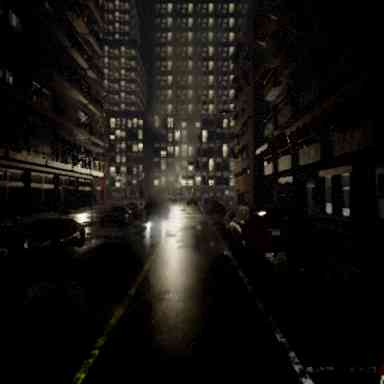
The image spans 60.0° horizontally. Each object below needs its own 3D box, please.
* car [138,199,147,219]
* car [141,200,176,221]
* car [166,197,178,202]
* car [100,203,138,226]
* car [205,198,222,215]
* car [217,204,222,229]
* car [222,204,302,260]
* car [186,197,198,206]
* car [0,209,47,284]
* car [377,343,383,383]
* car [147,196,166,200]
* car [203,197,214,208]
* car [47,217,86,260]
[{"bbox_3d":[-5.300,1.630,29.339,1.752,1.417,4.829,0,0,0],"label":"car"},{"bbox_3d":[-2.775,1.649,28.648,2.033,1.411,5.357,0,0,1],"label":"car"},{"bbox_3d":[-5.105,1.651,67.486,4.902,1.511,2.128,0,0,29],"label":"car"},{"bbox_3d":[-5.302,1.666,23.868,1.802,1.307,4.206,0,0,0],"label":"car"},{"bbox_3d":[2.583,1.652,35.316,1.752,1.417,4.829,0,0,0],"label":"car"},{"bbox_3d":[2.576,1.589,18.395,1.752,1.417,4.829,0,0,0],"label":"car"},{"bbox_3d":[2.575,1.358,12.586,2.192,1.841,5.009,0,0,0],"label":"car"},{"bbox_3d":[0.002,1.720,58.637,1.837,1.490,4.892,0,0,-4],"label":"car"},{"bbox_3d":[-5.308,1.340,6.948,2.192,1.841,5.009,0,0,0],"label":"car"},{"bbox_3d":[2.569,1.549,1.304,1.887,1.381,4.507,0,0,0],"label":"car"},{"bbox_3d":[-5.292,1.486,46.431,2.192,1.841,5.009,0,0,0],"label":"car"},{"bbox_3d":[2.585,1.674,40.956,1.752,1.417,4.829,0,0,0],"label":"car"},{"bbox_3d":[-5.307,1.626,12.588,1.802,1.307,4.206,0,0,0],"label":"car"}]
